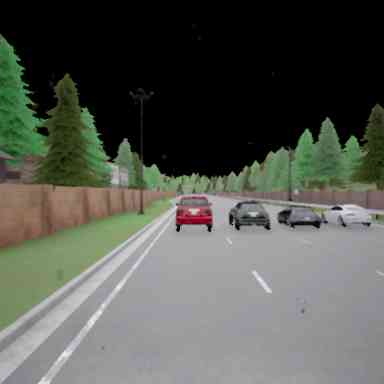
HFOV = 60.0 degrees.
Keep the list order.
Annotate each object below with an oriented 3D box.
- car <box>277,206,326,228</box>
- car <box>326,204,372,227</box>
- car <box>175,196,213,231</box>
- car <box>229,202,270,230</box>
[{"bbox_3d":[7.123,1.622,22.546,1.994,1.385,4.181,0,0,0],"label":"car"},{"bbox_3d":[10.609,1.586,23.017,1.812,1.442,4.674,0,0,0],"label":"car"},{"bbox_3d":[0.122,1.275,21.210,2.150,2.045,5.566,0,0,0],"label":"car"},{"bbox_3d":[3.623,1.407,21.716,2.097,1.767,4.553,0,0,0],"label":"car"}]
